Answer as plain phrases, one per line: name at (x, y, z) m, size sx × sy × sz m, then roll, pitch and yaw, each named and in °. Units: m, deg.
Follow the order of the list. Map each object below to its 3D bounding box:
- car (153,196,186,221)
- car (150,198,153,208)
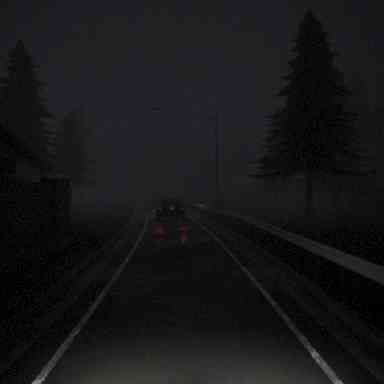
car at (-1.676, 1.196, 25.325) m, size 2.097 × 1.767 × 4.553 m, roll 0°, pitch 0°, yaw -7°
car at (-4.331, 1.267, 42.437) m, size 1.812 × 1.442 × 4.674 m, roll 0°, pitch 1°, yaw -10°
